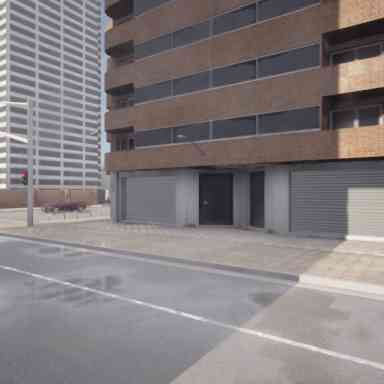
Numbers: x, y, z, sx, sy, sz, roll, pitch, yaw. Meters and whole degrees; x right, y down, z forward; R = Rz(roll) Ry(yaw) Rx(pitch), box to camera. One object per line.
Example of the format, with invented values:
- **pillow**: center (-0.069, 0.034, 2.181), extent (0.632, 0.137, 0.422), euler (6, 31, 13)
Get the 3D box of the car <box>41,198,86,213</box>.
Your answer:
- **car**: center (-14.137, 1.477, 36.903), extent (1.882, 1.535, 5.008), euler (0, 0, 35)
